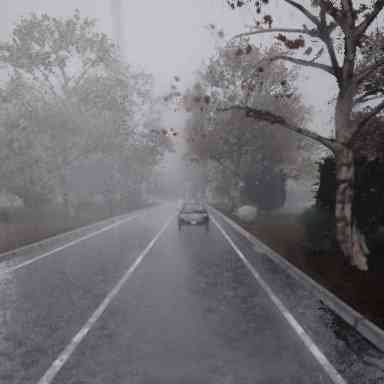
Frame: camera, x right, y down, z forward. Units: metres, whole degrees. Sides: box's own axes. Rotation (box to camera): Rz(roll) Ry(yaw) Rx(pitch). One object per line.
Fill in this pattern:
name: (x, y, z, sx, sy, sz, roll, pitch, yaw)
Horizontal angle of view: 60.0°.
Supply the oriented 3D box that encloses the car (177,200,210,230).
car: (0.094, 1.478, 20.835, 2.128, 1.511, 4.902, 0, 0, 0)
